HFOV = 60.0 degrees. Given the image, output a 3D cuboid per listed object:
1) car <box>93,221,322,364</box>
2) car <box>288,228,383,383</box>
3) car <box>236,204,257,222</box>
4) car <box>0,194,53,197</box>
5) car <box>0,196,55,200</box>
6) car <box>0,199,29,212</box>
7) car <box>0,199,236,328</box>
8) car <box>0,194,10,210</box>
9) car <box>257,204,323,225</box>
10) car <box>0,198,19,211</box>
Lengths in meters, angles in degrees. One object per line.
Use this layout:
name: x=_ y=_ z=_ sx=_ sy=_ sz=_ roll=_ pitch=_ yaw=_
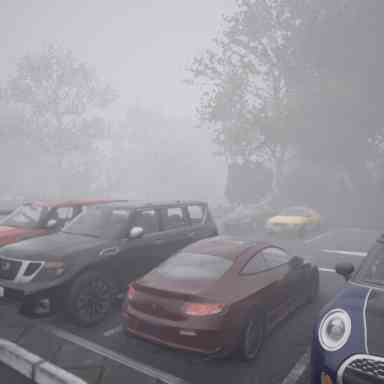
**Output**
car: x=0.837 y=1.521 z=5.947 sx=2.002 sy=1.452 sz=4.674 roll=0 pitch=0 yaw=36
car: x=3.138 y=1.356 z=4.344 sx=2.185 sy=1.767 sz=4.553 roll=0 pitch=0 yaw=36
car: x=3.583 y=1.483 z=20.071 sx=2.231 sy=1.521 sz=4.892 roll=0 pitch=0 yaw=36
car: x=-16.959 y=1.229 z=34.709 sx=2.435 sy=2.045 sz=5.566 roll=0 pitch=0 yaw=36
car: x=-3.739 y=1.229 z=9.186 sx=2.435 sy=2.045 sz=5.566 roll=0 pitch=0 yaw=36
car: x=-21.475 y=1.522 z=37.968 sx=2.002 sy=1.452 sz=4.674 roll=0 pitch=0 yaw=36
car: x=-1.459 y=1.230 z=7.556 sx=2.435 sy=2.045 sz=5.566 roll=0 pitch=0 yaw=36
car: x=-25.922 y=1.239 z=41.114 sx=2.435 sy=2.045 sz=5.566 roll=0 pitch=0 yaw=36
car: x=5.731 y=1.479 z=18.301 sx=1.946 sy=1.575 sz=5.366 roll=0 pitch=0 yaw=36
car: x=-23.642 y=1.486 z=39.512 sx=2.097 sy=1.535 sz=5.008 roll=0 pitch=0 yaw=36
